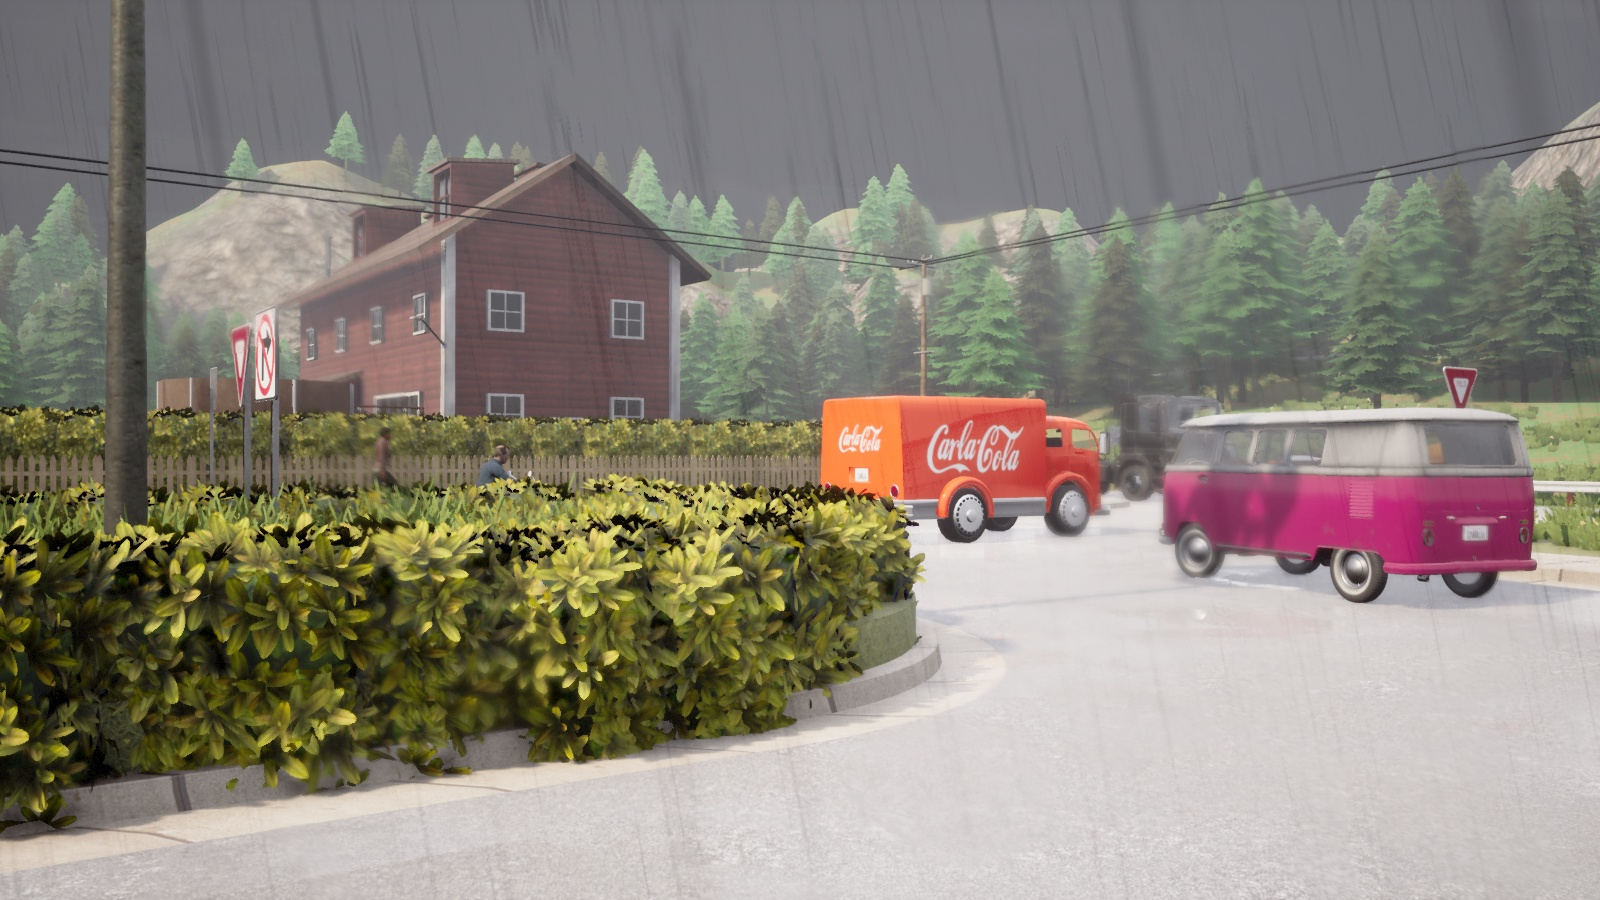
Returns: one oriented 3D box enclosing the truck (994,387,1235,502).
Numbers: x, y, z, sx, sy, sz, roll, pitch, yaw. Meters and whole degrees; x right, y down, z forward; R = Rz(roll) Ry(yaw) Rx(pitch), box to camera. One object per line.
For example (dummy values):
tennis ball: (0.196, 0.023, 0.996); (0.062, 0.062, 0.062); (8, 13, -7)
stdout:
truck: (10.302, -0.155, 42.089); (2.891, 3.462, 7.936); (0, 0, -34)

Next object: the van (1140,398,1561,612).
van: (5.870, 0.520, 14.076); (1.775, 1.987, 4.442); (0, 0, -19)

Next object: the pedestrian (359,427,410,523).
pedestrian: (-7.935, 0.476, 24.005); (0.869, 1.805, 0.328); (0, 0, -35)

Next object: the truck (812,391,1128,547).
truck: (3.098, 0.306, 22.486); (5.204, 2.467, 2.627); (0, 0, -35)
